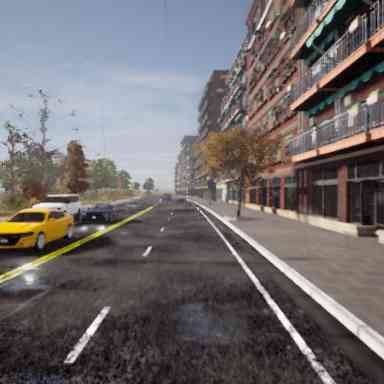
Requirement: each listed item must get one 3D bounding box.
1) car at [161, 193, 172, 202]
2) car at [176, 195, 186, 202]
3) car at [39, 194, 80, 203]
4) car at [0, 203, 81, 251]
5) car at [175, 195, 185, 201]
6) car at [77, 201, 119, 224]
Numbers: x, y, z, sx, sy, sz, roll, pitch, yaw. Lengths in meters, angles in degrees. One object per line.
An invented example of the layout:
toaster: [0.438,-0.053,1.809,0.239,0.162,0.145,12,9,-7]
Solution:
car: [-5.553,1.250,73.169,2.150,2.045,5.566,0,0,-4]
car: [-2.342,1.630,73.868,1.895,1.301,4.718,0,0,-4]
car: [-9.995,1.187,25.078,2.150,2.045,5.566,0,0,-1]
car: [-6.671,1.462,14.285,1.882,1.535,5.008,0,0,-1]
car: [-3.034,1.468,83.805,2.128,1.511,4.902,0,0,-4]
car: [-6.744,1.549,24.790,1.994,1.385,4.181,0,0,-1]
